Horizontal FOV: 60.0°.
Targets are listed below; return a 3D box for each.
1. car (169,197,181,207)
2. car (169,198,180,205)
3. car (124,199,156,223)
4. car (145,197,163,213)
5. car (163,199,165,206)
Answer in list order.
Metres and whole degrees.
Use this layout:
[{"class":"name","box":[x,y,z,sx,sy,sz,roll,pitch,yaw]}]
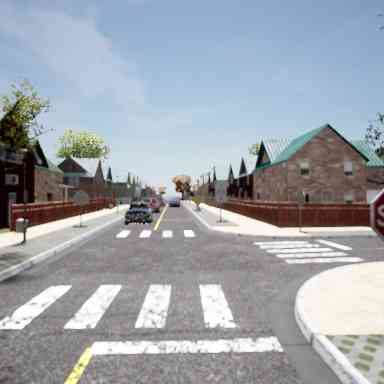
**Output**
[{"class":"car","box":[-2.859,1.790,55.885,2.033,1.411,5.357,0,0,-3]},{"class":"car","box":[-3.451,1.888,65.275,1.994,1.385,4.181,0,-1,-3]},{"class":"car","box":[-4.034,1.552,25.624,1.837,1.490,4.892,0,0,-3]},{"class":"car","box":[-4.756,1.466,38.281,2.097,1.767,4.553,0,0,-3]},{"class":"car","box":[-5.863,1.618,59.027,2.097,1.767,4.553,0,0,-3]}]
